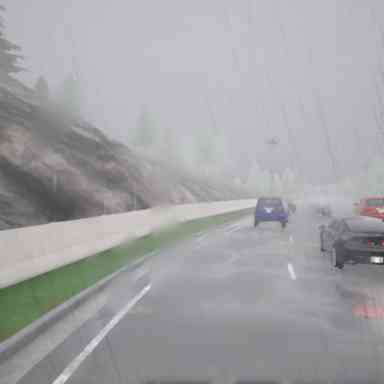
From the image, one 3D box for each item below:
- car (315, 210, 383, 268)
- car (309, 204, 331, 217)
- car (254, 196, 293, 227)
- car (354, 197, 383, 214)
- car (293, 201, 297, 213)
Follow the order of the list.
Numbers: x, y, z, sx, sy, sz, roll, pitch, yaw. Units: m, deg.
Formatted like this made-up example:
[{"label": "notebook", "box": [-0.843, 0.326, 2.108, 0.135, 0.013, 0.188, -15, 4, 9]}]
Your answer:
[{"label": "car", "box": [5.543, 1.579, 11.286, 1.837, 1.490, 4.892, 0, 0, 14]}, {"label": "car", "box": [12.525, 1.788, 32.666, 1.895, 1.301, 4.718, 0, 0, 19]}, {"label": "car", "box": [5.878, 1.337, 24.212, 2.150, 2.045, 5.566, 0, 0, 19]}, {"label": "car", "box": [13.407, 1.392, 24.557, 2.150, 2.045, 5.566, 0, 0, 19]}, {"label": "car", "box": [11.806, 1.558, 41.213, 2.097, 1.767, 4.553, 0, 0, 19]}]
